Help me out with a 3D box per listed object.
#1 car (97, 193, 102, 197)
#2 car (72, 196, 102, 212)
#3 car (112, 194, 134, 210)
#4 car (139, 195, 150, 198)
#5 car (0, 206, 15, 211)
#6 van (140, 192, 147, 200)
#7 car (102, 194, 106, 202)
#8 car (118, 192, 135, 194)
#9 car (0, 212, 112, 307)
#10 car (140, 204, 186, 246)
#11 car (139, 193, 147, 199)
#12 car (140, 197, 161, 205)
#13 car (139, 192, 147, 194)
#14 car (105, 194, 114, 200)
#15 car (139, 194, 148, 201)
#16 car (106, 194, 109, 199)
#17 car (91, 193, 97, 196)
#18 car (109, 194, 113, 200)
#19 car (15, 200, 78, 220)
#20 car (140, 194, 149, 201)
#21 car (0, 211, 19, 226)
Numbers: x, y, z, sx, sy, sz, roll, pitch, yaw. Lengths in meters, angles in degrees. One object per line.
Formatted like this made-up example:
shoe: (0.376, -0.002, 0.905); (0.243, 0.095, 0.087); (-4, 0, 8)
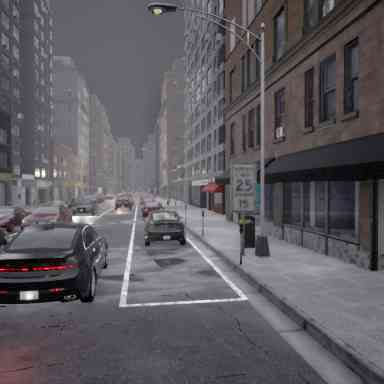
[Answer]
car: (-15.915, 1.178, 52.512); (1.967, 1.590, 4.097); (-1, 0, -9)
car: (-9.822, 1.395, 30.671); (1.994, 1.385, 4.181); (0, 0, -8)
car: (-7.923, 1.288, 38.696); (1.837, 1.490, 4.892); (0, 0, -9)
car: (-4.835, 1.330, 37.065); (1.887, 1.381, 4.507); (-1, 0, -9)
car: (-10.598, 1.489, 18.958); (1.802, 1.307, 4.206); (-1, 0, -9)
van: (-11.925, 0.975, 81.803); (1.690, 1.788, 3.998); (-1, 0, -9)
car: (-16.802, 1.034, 58.103); (2.192, 1.841, 5.009); (-1, 0, -9)
car: (-9.602, 1.090, 48.943); (2.097, 1.767, 4.553); (0, 0, -9)
car: (-3.116, 1.473, 7.980); (1.837, 1.490, 4.892); (0, 0, -9)
car: (-1.291, 1.469, 14.696); (2.008, 1.369, 4.403); (-1, 0, -9)
car: (-13.696, 1.054, 92.987); (1.967, 1.590, 4.097); (-1, 0, -9)
car: (-3.063, 1.391, 25.881); (1.887, 1.381, 4.507); (-1, 0, -9)
car: (-7.494, 1.152, 53.840); (1.967, 1.590, 4.097); (-1, 0, -9)
car: (-21.230, 1.193, 86.070); (1.887, 1.381, 4.507); (-1, 0, -9)
car: (-11.036, 1.213, 76.210); (1.947, 1.339, 4.313); (-1, 0, -9)
car: (-17.687, 1.142, 63.698); (1.967, 1.590, 4.097); (-1, 0, -9)
car: (-15.029, 1.199, 46.919); (1.967, 1.590, 4.097); (-1, 0, -9)
car: (-20.343, 1.204, 80.477); (1.887, 1.381, 4.507); (-1, 0, -9)
car: (-7.927, 1.430, 18.549); (1.812, 1.442, 4.674); (0, 0, -9)
car: (-10.150, 1.227, 70.619); (1.947, 1.339, 4.313); (-1, 0, -9)
car: (-6.332, 1.476, 8.460); (1.837, 1.490, 4.892); (0, 0, -9)
